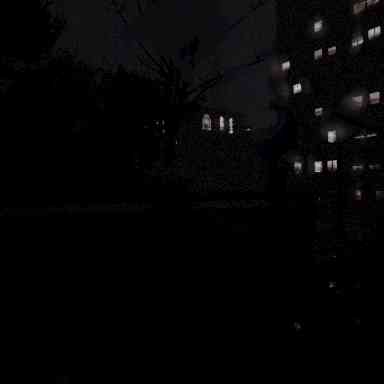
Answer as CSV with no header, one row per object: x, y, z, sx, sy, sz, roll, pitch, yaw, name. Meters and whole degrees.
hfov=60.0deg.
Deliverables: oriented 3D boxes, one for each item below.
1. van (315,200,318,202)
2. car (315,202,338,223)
10.434,1.647,32.600,1.690,1.788,3.998,-1,0,-36,van
10.396,1.824,28.470,1.994,1.385,4.181,0,-1,-38,car
